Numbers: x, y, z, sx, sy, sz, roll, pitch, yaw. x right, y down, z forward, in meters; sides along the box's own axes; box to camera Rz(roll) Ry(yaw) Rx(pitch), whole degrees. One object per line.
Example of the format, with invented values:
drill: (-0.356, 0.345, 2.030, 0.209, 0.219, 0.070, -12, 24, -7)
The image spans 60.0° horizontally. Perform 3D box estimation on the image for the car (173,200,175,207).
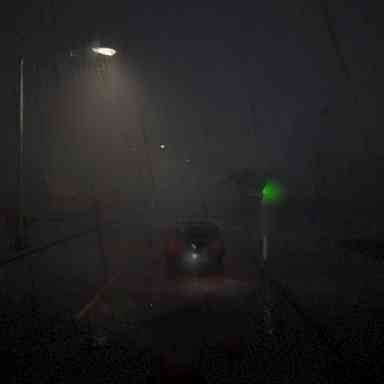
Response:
car: (-4.059, 1.897, 59.228, 1.837, 1.490, 4.892, 0, 0, 1)

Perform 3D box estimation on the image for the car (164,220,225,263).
car: (0.082, 1.683, 12.223, 1.895, 1.301, 4.718, 0, 0, 0)

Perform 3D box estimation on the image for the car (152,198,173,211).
car: (-4.094, 1.647, 44.515, 2.097, 1.767, 4.553, 0, 0, 0)
